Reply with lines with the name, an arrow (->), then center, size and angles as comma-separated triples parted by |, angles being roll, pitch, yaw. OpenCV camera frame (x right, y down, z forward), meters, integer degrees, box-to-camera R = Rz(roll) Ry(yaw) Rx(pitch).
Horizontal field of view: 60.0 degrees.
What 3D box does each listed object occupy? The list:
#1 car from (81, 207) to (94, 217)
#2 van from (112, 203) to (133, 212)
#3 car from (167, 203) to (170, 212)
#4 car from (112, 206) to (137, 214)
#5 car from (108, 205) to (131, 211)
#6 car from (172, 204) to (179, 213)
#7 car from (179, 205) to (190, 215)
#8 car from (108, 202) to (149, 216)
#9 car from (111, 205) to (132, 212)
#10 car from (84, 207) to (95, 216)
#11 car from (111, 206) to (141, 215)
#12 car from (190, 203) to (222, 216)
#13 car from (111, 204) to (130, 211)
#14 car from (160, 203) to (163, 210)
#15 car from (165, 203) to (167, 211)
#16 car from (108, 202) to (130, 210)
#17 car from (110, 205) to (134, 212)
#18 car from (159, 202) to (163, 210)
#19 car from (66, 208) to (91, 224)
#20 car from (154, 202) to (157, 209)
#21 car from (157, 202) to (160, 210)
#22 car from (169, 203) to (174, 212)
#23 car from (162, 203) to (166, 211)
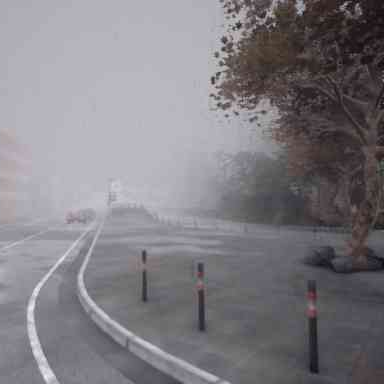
car -> -17.191, 3.217, 54.954 | 1.812, 1.442, 4.674 | 1, -2, -14
van -> -15.043, 3.384, 72.137 | 4.442, 1.987, 1.878 | 1, -2, -15
car -> -2.306, 3.687, 72.609 | 5.008, 1.535, 2.097 | 1, -2, -15
car -> -13.020, 3.427, 63.899 | 4.674, 1.452, 2.002 | 1, -2, -15
car -> -17.475, 3.825, 80.255 | 5.366, 1.575, 1.946 | 1, -2, -15
car -> -0.880, 3.540, 67.147 | 4.892, 1.521, 2.231 | 1, -2, -15
car -> 1.208, 3.064, 59.075 | 5.566, 2.045, 2.435 | 1, -2, -15
car -> -10.192, 2.829, 52.968 | 5.566, 2.045, 2.435 | 1, -2, -15
car -> -15.872, 3.723, 74.833 | 4.674, 1.452, 2.002 | 1, -2, -15
car -> -14.865, 2.991, 45.653 | 2.033, 1.411, 5.357 | 1, -2, -14
car -> -11.597, 3.236, 58.434 | 5.008, 1.535, 2.097 | 1, -2, -15
car -> 2.633, 3.021, 53.472 | 4.553, 1.767, 2.185 | 1, -1, -15
car -> -17.978, 3.779, 83.046 | 4.553, 1.767, 2.185 | 1, -2, -15
car -> -4.475, 3.912, 80.923 | 5.008, 1.535, 2.097 | 1, -2, -15
car -> -2.986, 3.791, 75.349 | 4.792, 1.488, 2.163 | 1, -2, -15
car -> -19.406, 3.802, 88.515 | 5.566, 2.045, 2.435 | 1, -2, -15
car -> -16.403, 3.756, 77.615 | 5.366, 1.575, 1.946 | 1, -2, -15
car -> -5.153, 3.861, 83.667 | 4.553, 1.767, 2.185 | 1, -2, -15
car -> -12.409, 2.773, 36.087 | 1.895, 1.301, 4.718 | 1, -2, -14
car -> -7.282, 4.206, 91.731 | 4.892, 1.521, 2.231 | 1, -2, -15
car -> -5.890, 4.060, 86.388 | 5.008, 1.535, 2.097 | 1, -2, -15
car -> -1.594, 3.613, 69.878 | 5.008, 1.535, 2.097 | 1, -2, -15
car -> -3.754, 3.838, 78.195 | 5.008, 1.535, 2.097 | 1, -2, -15
